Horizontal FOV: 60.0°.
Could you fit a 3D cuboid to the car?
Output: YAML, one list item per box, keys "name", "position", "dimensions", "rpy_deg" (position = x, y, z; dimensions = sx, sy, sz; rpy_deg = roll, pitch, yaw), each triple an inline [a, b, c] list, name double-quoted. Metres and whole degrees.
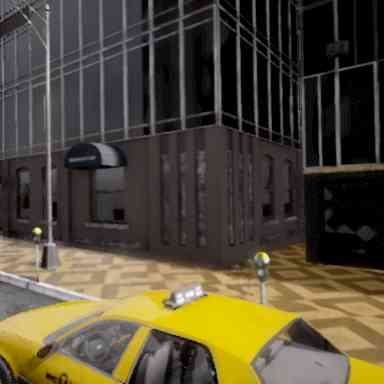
- name: "car"
  position: [-0.272, 1.529, 3.082]
  dimensions: [4.829, 1.417, 1.752]
  rpy_deg: [0, -1, 35]
